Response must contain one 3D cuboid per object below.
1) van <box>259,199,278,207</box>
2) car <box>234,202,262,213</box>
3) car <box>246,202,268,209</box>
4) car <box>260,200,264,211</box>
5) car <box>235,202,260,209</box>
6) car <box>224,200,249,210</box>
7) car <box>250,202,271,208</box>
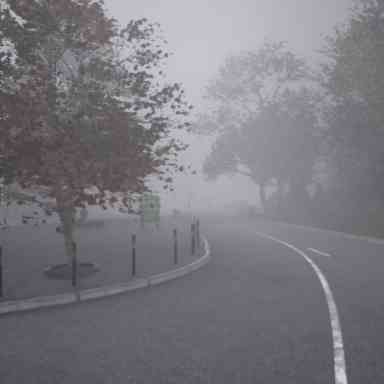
[{"bbox_3d":[19.643,2.928,85.464,4.442,1.987,1.878,-2,-1,31],"label":"van"},{"bbox_3d":[8.985,2.726,52.952,1.895,1.301,4.718,-2,-2,31],"label":"car"},{"bbox_3d":[15.184,3.126,78.251,4.674,1.452,2.002,-2,-2,31],"label":"car"},{"bbox_3d":[14.437,2.467,62.083,2.150,2.045,5.566,-2,-2,31],"label":"car"},{"bbox_3d":[12.273,3.035,73.408,5.008,1.535,2.097,-2,-2,31],"label":"car"},{"bbox_3d":[9.340,2.730,68.579,5.566,2.045,2.435,-2,-2,31],"label":"car"},{"bbox_3d":[16.643,3.149,80.671,4.674,1.452,2.002,-2,-1,31],"label":"car"}]
